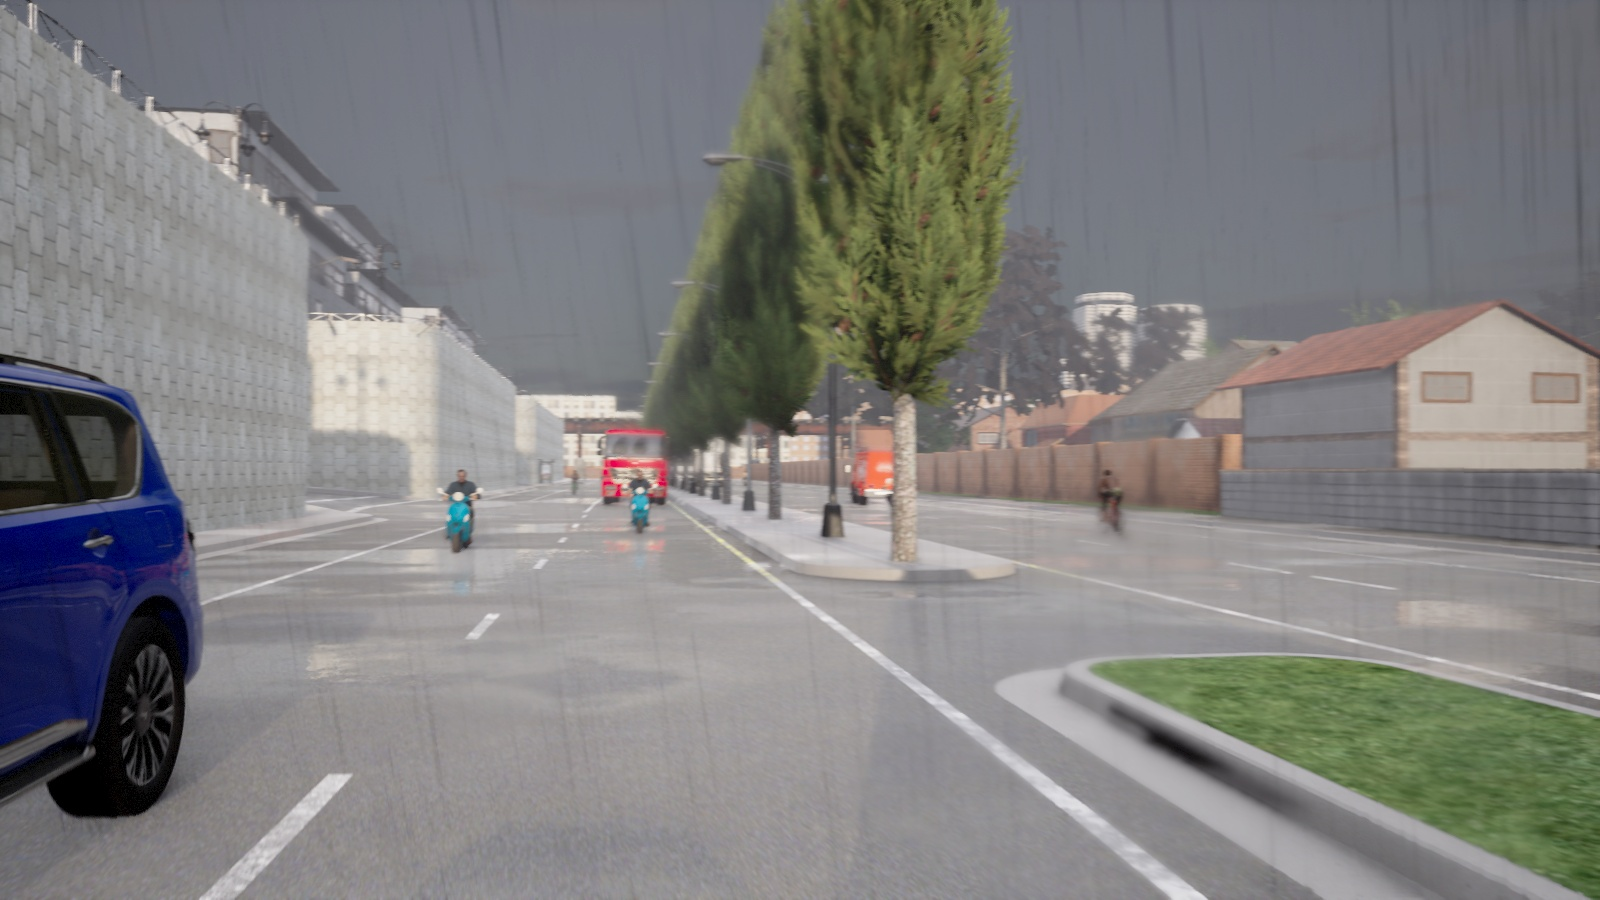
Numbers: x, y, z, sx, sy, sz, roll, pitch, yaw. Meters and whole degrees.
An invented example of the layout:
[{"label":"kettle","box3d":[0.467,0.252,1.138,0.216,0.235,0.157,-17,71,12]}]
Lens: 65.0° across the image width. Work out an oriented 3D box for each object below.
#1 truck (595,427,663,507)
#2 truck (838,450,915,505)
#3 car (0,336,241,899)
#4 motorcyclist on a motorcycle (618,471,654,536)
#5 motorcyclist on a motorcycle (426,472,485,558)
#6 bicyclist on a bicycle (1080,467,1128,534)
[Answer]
[{"label":"truck","box3d":[-7.981,0.856,58.562,2.891,3.462,7.936,1,-2,-8]},{"label":"truck","box3d":[3.525,1.301,59.326,2.627,2.467,5.204,0,-1,-8]},{"label":"car","box3d":[-3.837,0.628,4.114,2.150,2.045,5.566,0,-1,-7]},{"label":"motorcyclist on a motorcycle","box3d":[-4.169,1.330,31.788,0.866,1.590,1.817,0,-1,-8]},{"label":"motorcyclist on a motorcycle","box3d":[-6.630,1.220,24.256,0.866,1.590,1.817,0,-1,-8]},{"label":"bicyclist on a bicycle","box3d":[7.534,1.241,31.177,0.582,1.620,1.656,0,-1,-8]}]
